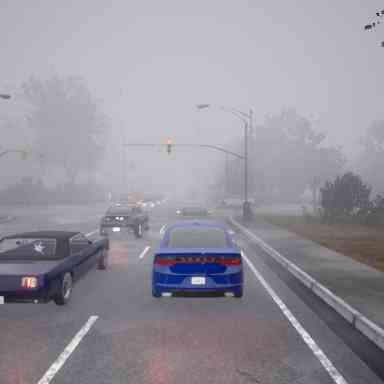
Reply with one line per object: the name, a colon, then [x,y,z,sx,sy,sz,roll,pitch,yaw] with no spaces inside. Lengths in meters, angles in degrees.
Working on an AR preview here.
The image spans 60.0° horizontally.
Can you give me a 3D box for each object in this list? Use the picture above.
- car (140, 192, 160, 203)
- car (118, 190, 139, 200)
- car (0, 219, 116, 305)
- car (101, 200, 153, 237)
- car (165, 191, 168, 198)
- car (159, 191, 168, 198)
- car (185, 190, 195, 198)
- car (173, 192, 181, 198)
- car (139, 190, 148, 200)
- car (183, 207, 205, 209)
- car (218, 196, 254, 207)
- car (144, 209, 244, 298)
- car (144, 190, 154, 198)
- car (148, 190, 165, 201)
car: [-6.995,1.127,55.454,1.994,1.385,4.181,0,1,0]
car: [-10.524,0.930,53.845,2.097,1.767,4.553,0,0,1]
car: [-3.385,1.573,7.986,1.895,1.301,4.718,0,0,0]
car: [-3.370,1.402,17.237,1.837,1.490,4.892,0,0,0]
car: [-6.968,0.957,74.287,1.895,1.301,4.718,0,1,-1]
car: [-7.284,0.571,84.521,2.097,1.767,4.553,0,1,-3]
car: [-0.322,0.419,85.404,2.150,2.045,5.566,0,1,-4]
car: [-3.839,0.741,85.603,2.033,1.411,5.357,0,1,-4]
car: [-10.449,0.709,63.428,2.150,2.045,5.566,0,1,0]
car: [0.130,1.458,17.513,1.994,1.385,4.181,0,0,0]
car: [5.707,1.197,43.098,4.674,1.442,1.812,0,1,9]
car: [0.116,1.446,8.531,1.882,1.535,5.008,0,0,0]
car: [-10.774,0.445,84.223,2.150,2.045,5.566,0,1,-3]
car: [-6.951,0.956,64.262,1.882,1.535,5.008,0,1,0]
